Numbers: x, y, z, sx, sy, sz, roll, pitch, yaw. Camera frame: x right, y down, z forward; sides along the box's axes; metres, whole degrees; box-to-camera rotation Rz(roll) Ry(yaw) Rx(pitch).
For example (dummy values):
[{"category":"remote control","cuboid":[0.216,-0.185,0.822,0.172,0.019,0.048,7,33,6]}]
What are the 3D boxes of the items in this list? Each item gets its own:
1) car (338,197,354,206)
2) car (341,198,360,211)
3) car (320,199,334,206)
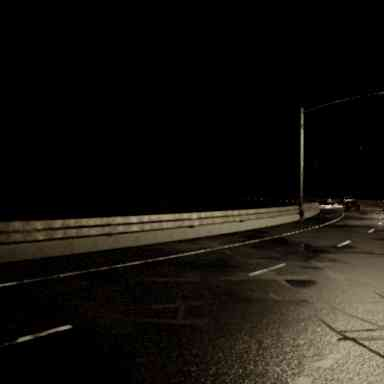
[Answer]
[{"category":"car","cuboid":[32.241,1.987,69.325,2.150,2.045,5.566,1,0,7]},{"category":"car","cuboid":[24.376,2.071,50.852,1.837,1.490,4.892,1,0,19]},{"category":"car","cuboid":[29.017,2.269,71.513,2.128,1.511,4.902,1,0,4]}]
